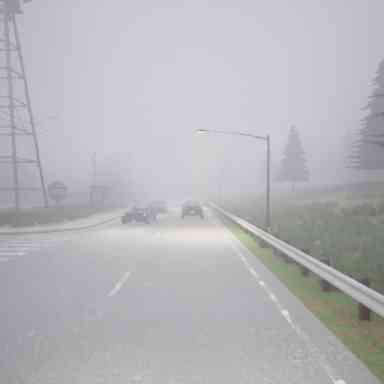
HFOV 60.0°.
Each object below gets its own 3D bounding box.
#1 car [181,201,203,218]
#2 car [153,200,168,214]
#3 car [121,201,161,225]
[{"bbox_3d":[0.021,1.540,30.243,1.812,1.442,4.674,0,0,0],"label":"car"},{"bbox_3d":[-3.633,1.565,35.541,2.033,1.411,5.357,0,0,0],"label":"car"},{"bbox_3d":[-3.771,1.613,24.406,1.895,1.301,4.718,0,0,3],"label":"car"}]
